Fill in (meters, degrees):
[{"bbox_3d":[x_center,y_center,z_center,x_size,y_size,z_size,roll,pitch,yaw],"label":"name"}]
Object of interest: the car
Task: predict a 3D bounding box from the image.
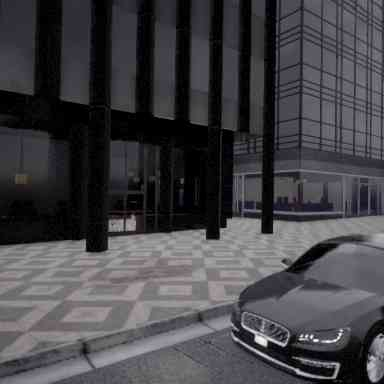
[{"bbox_3d":[2.796,1.505,5.371,4.892,1.490,1.837,0,0,-35],"label":"car"}]
